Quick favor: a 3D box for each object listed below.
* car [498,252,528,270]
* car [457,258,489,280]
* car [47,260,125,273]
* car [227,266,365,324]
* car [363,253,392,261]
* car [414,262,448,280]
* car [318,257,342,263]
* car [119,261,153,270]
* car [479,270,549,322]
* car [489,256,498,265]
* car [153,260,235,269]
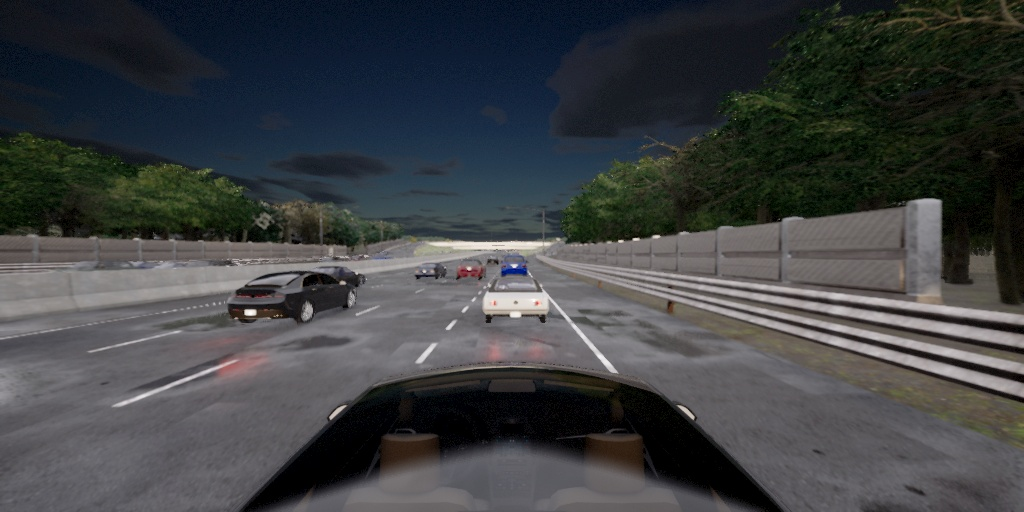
[{"bbox_3d":[0.183,0.921,30.652,2.150,2.045,5.566,0,0,0],"label":"car"},{"bbox_3d":[-3.416,1.051,30.863,2.097,1.767,4.553,0,0,0],"label":"car"},{"bbox_3d":[-28.043,1.063,24.091,2.097,1.767,4.553,0,0,0],"label":"car"},{"bbox_3d":[-6.889,1.238,11.866,1.837,1.490,4.892,0,0,0],"label":"car"},{"bbox_3d":[-20.731,0.589,56.434,2.150,2.045,5.566,0,2,1],"label":"car"},{"bbox_3d":[-6.817,1.246,30.499,2.033,1.411,5.357,0,0,0],"label":"car"},{"bbox_3d":[-27.755,0.909,54.728,1.837,1.490,4.892,0,2,1],"label":"car"},{"bbox_3d":[-24.537,1.235,25.711,1.812,1.442,4.674,0,0,0],"label":"car"},{"bbox_3d":[0.111,1.334,12.177,1.895,1.301,4.718,0,0,0],"label":"car"},{"bbox_3d":[-3.150,0.753,60.819,1.882,1.535,5.008,0,1,1],"label":"car"},{"bbox_3d":[-21.042,1.063,24.485,2.097,1.767,4.553,0,0,0],"label":"car"}]
